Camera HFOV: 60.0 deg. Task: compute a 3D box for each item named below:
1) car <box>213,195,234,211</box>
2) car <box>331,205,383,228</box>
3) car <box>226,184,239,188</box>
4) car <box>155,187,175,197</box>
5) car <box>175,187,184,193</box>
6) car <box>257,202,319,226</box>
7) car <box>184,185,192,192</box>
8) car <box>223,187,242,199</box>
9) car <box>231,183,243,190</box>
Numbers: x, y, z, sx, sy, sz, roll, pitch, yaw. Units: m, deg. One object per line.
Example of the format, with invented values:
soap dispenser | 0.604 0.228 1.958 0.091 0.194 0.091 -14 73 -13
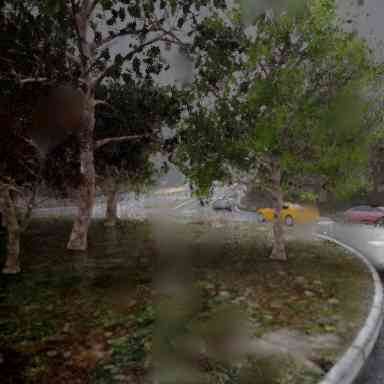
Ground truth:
car | 3.508 1.483 39.571 1.994 1.385 4.181 0 1 1
car | 11.707 1.552 22.495 1.994 1.385 4.181 0 0 -44
car | 8.463 -0.463 75.294 2.033 1.411 5.357 0 3 19
car | -6.012 0.077 68.842 1.946 1.575 5.366 0 3 19
car | -4.257 -0.259 74.068 1.946 1.575 5.366 0 3 18
car | 6.554 1.467 23.333 1.882 1.535 5.008 0 0 -25
car | -2.510 -0.592 79.299 1.946 1.575 5.366 0 3 18
car | 7.332 0.421 60.882 1.994 1.385 4.181 0 4 16
car | 11.805 -1.270 85.161 1.812 1.442 4.674 0 3 19
